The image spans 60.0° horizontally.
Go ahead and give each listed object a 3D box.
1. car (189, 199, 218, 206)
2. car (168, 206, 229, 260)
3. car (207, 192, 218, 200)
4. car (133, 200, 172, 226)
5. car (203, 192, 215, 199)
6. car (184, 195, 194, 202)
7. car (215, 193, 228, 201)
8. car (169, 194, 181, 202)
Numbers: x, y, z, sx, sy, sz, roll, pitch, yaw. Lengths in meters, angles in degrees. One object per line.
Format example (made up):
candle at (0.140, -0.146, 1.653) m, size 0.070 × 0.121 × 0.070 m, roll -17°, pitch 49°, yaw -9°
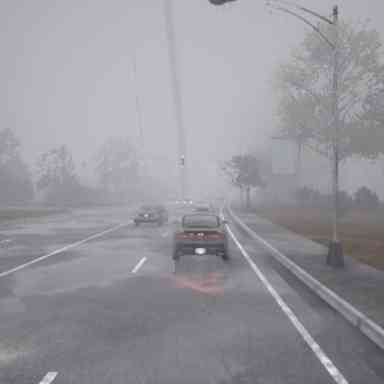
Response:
car at (0.935, 1.527, 27.082) m, size 1.812 × 1.442 × 4.674 m, roll 0°, pitch 0°, yaw 5°
car at (0.321, 1.507, 12.448) m, size 1.837 × 1.490 × 4.892 m, roll 0°, pitch 1°, yaw 2°
car at (5.887, 1.078, 95.071) m, size 2.150 × 2.045 × 5.566 m, roll 0°, pitch 0°, yaw 12°
car at (-2.768, 1.546, 23.456) m, size 2.033 × 1.411 × 5.357 m, roll 0°, pitch 0°, yaw 3°
car at (3.980, 1.350, 84.820) m, size 2.097 × 1.767 × 4.553 m, roll 0°, pitch 0°, yaw 10°
car at (-0.603, 1.477, 78.688) m, size 1.882 × 1.535 × 5.008 m, roll 0°, pitch 0°, yaw 9°
car at (7.513, 1.523, 84.694) m, size 1.812 × 1.442 × 4.674 m, roll 0°, pitch 0°, yaw 10°
car at (-4.041, 1.353, 79.349) m, size 2.097 × 1.767 × 4.553 m, roll 0°, pitch 0°, yaw 9°
